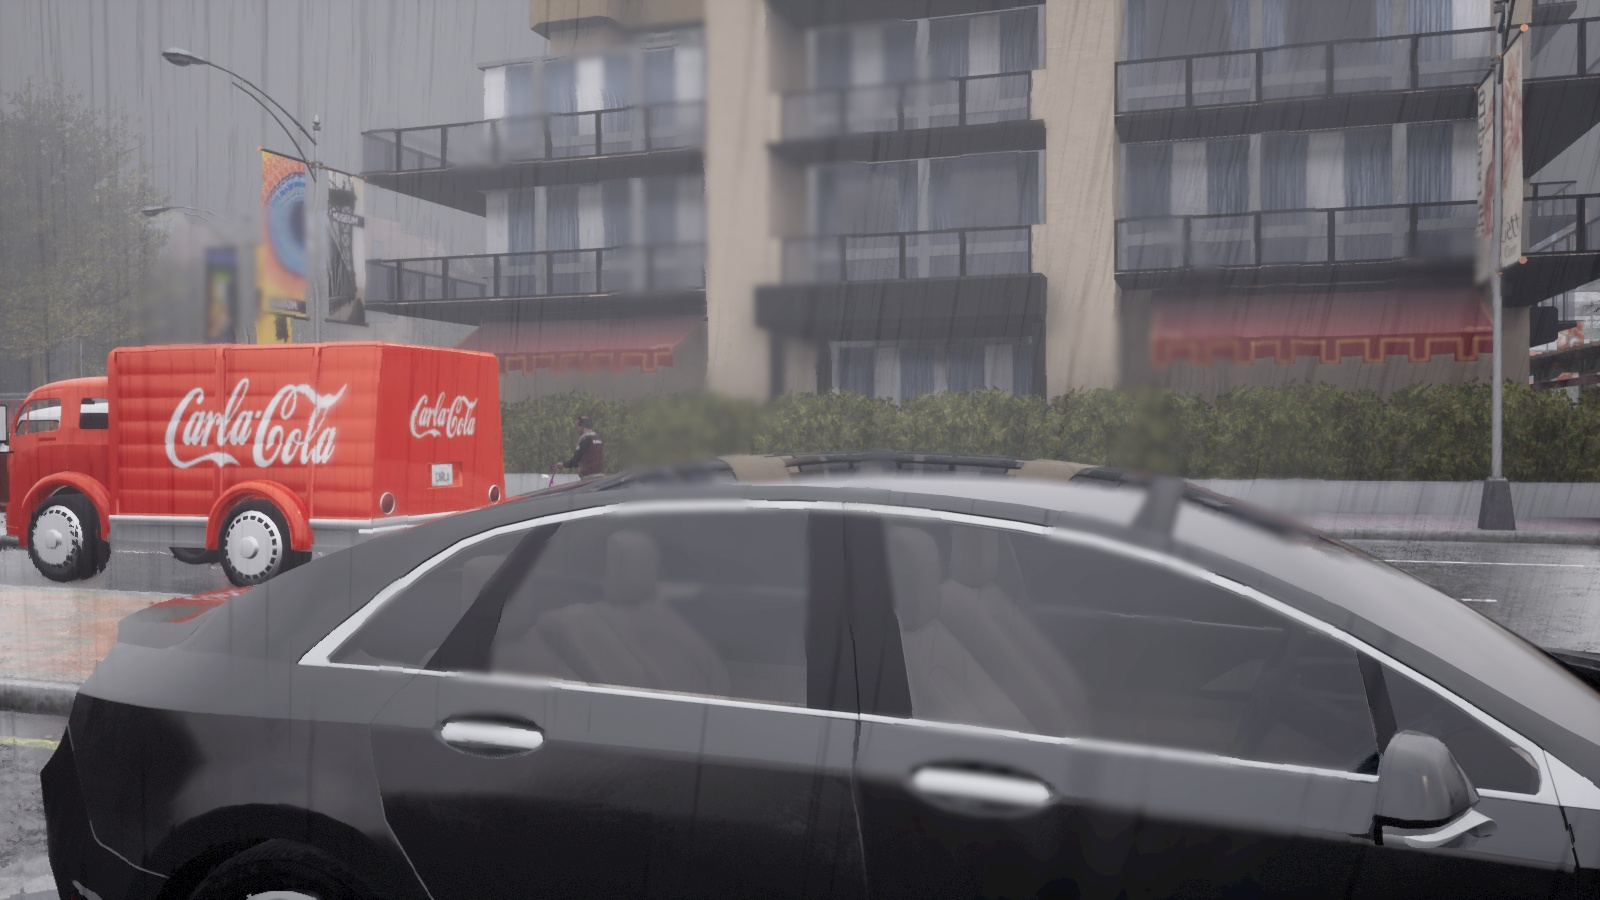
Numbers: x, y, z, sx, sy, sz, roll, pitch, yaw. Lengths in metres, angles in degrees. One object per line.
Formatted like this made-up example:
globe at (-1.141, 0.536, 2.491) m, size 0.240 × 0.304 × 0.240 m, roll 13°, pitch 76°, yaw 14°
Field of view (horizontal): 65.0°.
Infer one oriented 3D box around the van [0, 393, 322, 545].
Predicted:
van at (-9.596, 0.218, 18.508) m, size 4.480 × 2.038 × 2.069 m, roll 1°, pitch 1°, yaw 19°

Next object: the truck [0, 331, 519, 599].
truck at (-6.039, 0.099, 13.653) m, size 5.204 × 2.467 × 2.627 m, roll 1°, pitch 1°, yaw 19°

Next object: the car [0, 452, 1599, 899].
car at (0.540, 0.785, 3.011) m, size 4.892 × 1.490 × 1.837 m, roll 1°, pitch 1°, yaw 19°

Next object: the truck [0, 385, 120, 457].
truck at (-42.201, -1.612, 69.671) m, size 8.468 × 3.827 × 2.891 m, roll 1°, pitch 1°, yaw 19°
